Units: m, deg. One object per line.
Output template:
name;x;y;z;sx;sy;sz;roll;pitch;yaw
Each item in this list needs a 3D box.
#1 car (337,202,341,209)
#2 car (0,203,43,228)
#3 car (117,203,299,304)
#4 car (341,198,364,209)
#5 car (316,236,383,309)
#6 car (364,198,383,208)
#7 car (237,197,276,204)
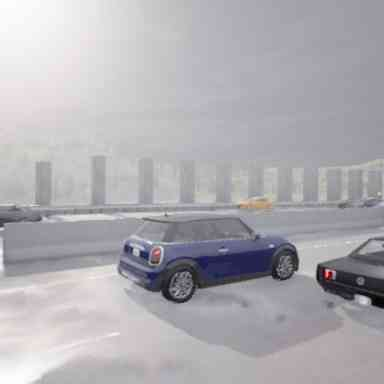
car;19.766;1.487;40.004;4.718;1.301;1.895;0;0;-28
car;-10.636;1.362;17.808;4.902;1.511;2.128;0;0;-35
car;0.577;1.312;8.289;4.553;1.767;2.097;0;0;-34
car;18.453;1.408;35.302;4.892;1.490;1.837;0;0;-29
car;4.830;1.585;6.955;4.718;1.301;1.895;0;0;-33
car;18.824;1.448;31.520;4.674;1.442;1.812;0;0;-29
car;7.068;1.328;36.961;5.008;1.535;1.882;0;0;-29
